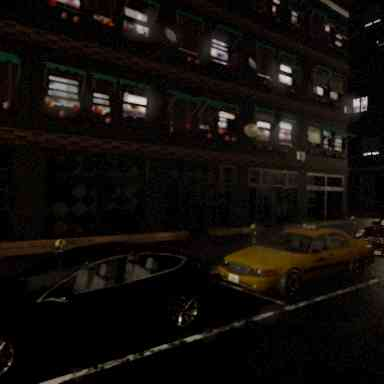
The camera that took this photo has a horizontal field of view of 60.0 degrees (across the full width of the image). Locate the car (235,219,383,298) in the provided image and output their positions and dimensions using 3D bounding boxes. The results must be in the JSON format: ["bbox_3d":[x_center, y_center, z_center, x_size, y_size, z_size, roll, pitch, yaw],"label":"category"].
[{"bbox_3d":[2.864,1.529,8.549,4.829,1.417,1.752,0,1,-36],"label":"car"}]

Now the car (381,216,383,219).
[{"bbox_3d":[7.631,1.447,11.950,4.097,1.590,1.967,0,1,-36],"label":"car"}]

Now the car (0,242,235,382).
[{"bbox_3d":[-1.624,1.567,5.345,4.313,1.339,1.947,0,1,-36],"label":"car"}]
